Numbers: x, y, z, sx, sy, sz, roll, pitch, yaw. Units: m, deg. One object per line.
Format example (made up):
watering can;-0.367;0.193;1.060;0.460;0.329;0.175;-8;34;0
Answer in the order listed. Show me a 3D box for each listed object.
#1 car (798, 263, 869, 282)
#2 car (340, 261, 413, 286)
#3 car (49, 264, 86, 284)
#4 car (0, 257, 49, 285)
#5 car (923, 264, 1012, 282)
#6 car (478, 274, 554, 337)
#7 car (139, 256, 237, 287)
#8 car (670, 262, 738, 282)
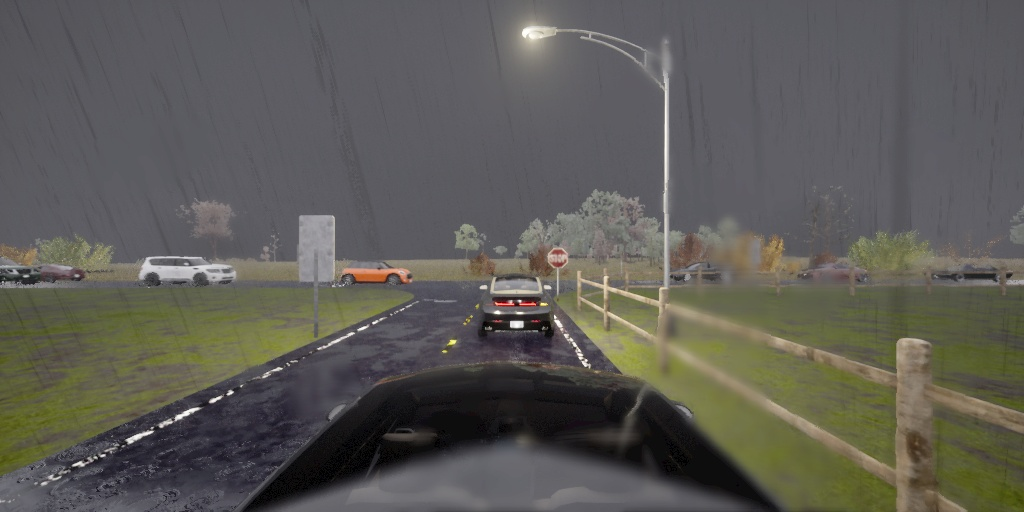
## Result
car;24.512;1.259;27.435;4.181;1.385;1.994;0;0;1
car;-9.246;1.128;24.771;4.553;1.767;2.097;0;0;0
car;-36.185;1.379;27.949;4.674;1.442;1.812;0;0;0
car;-36.645;1.079;25.025;5.566;2.045;2.150;0;0;1
car;34.587;1.282;27.344;4.718;1.301;1.895;0;0;0
car;0.106;1.257;10.301;1.837;1.490;4.892;0;0;0
car;-22.401;1.037;24.881;5.566;2.045;2.150;0;0;0
car;14.568;1.220;27.523;4.892;1.490;1.837;0;0;0
